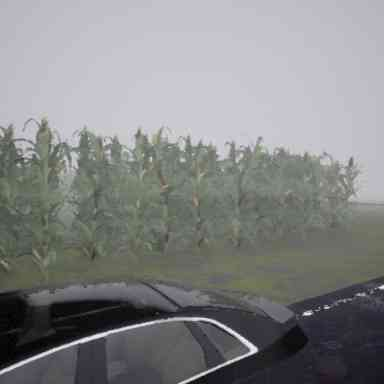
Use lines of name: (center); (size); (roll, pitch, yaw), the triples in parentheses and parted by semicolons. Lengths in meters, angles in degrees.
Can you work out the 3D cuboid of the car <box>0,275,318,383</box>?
car: (-1.146, 1.505, 2.252); (4.892, 1.490, 1.837); (0, 0, -35)
